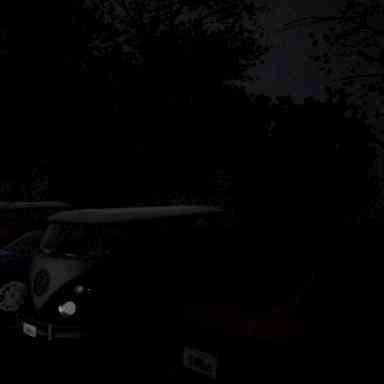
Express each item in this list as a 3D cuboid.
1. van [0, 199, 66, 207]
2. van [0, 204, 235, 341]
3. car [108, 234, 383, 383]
[{"bbox_3d":[-5.290,1.297,9.675,1.878,1.987,4.442,0,0,36],"label":"van"},{"bbox_3d":[-0.896,1.268,6.266,1.878,1.987,4.442,0,0,35],"label":"van"},{"bbox_3d":[1.425,1.513,4.780,2.163,1.488,4.792,0,0,36],"label":"car"}]
